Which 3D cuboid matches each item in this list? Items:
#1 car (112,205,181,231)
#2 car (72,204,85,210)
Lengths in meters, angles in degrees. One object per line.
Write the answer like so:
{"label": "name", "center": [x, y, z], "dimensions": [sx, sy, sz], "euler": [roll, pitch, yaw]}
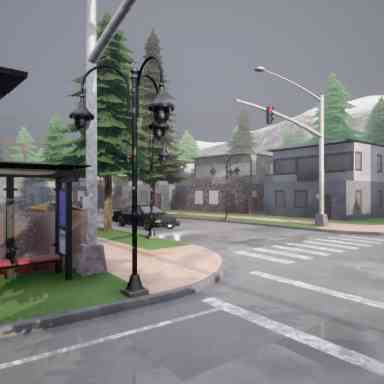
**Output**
{"label": "car", "center": [-3.030, 1.528, 20.807], "dimensions": [2.033, 1.411, 5.357], "euler": [0, 0, -42]}
{"label": "car", "center": [-10.918, 1.459, 27.711], "dimensions": [5.008, 1.535, 1.882], "euler": [0, 0, 37]}
